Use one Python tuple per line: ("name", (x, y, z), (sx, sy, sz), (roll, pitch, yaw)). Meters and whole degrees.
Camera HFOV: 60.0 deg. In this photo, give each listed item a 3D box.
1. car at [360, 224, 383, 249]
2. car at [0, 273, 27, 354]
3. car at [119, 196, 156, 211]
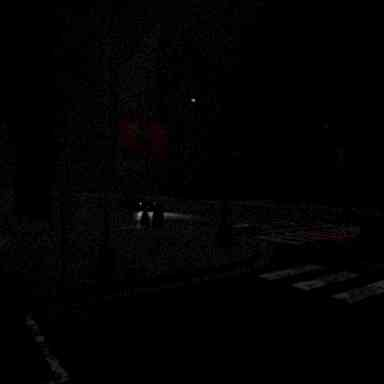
("car", (8.867, 1.587, 12.055), (1.895, 1.301, 4.718), (1, 0, -35))
("car", (-4.256, 1.552, 3.609), (4.403, 1.369, 2.008), (0, 0, -36))
("car", (-5.249, 1.085, 31.948), (1.895, 1.301, 4.718), (0, 1, -35))
